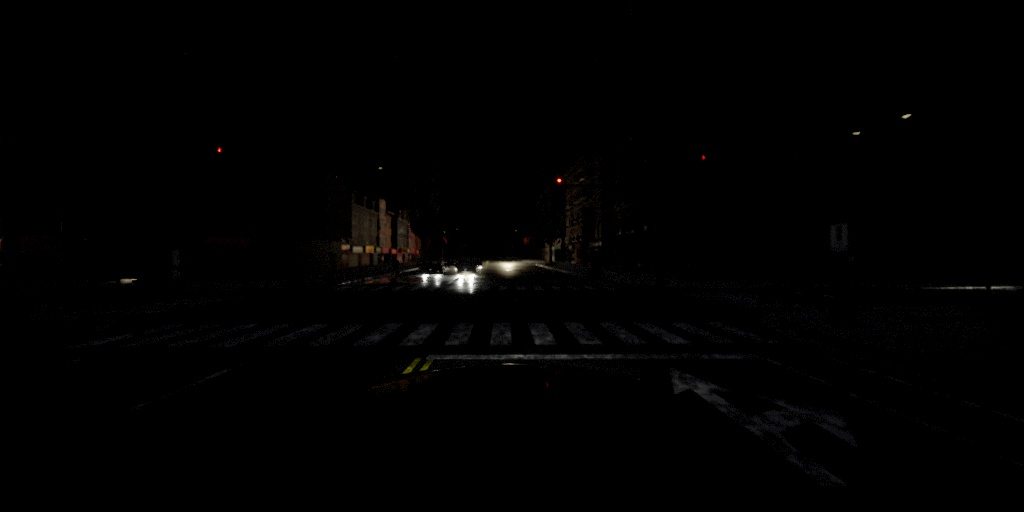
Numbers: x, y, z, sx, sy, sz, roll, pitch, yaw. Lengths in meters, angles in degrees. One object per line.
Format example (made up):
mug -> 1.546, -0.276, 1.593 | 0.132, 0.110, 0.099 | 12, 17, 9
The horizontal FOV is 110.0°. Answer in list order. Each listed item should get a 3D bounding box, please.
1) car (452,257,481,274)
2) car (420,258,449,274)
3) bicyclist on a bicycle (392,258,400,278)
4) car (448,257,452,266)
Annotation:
car -> -4.618, 1.012, 36.848 | 2.128, 1.511, 4.902 | 0, 0, -3
car -> -7.814, 1.090, 35.819 | 1.994, 1.385, 4.181 | 0, 0, -3
bicyclist on a bicycle -> -9.626, 1.016, 29.755 | 0.582, 1.620, 1.656 | 0, 1, -3
car -> -8.819, 0.899, 53.170 | 1.882, 1.535, 5.008 | 0, 0, -3
